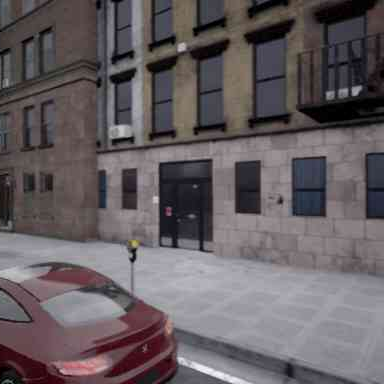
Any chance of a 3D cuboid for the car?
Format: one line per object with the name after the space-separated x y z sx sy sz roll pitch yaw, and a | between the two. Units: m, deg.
-2.092 1.597 4.320 4.206 1.307 1.802 0 0 36 | car
